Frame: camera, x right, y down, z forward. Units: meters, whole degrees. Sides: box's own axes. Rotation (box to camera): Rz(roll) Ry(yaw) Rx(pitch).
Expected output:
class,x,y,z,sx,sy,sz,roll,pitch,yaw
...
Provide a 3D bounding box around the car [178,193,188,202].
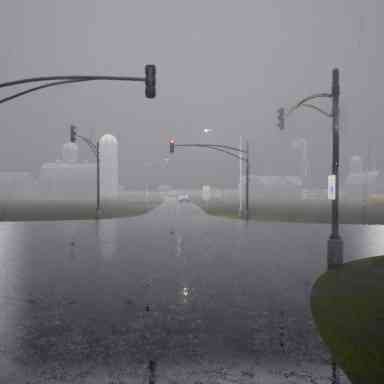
class,x,y,z,sx,sy,sz,roll,pitch,yaw
car,-2.113,1.189,79.966,2.150,2.045,5.566,0,0,-4

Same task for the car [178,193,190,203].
class,x,y,z,sx,sy,sz,roll,pitch,yaw
car,-1.526,1.553,69.932,1.812,1.442,4.674,0,0,-3
